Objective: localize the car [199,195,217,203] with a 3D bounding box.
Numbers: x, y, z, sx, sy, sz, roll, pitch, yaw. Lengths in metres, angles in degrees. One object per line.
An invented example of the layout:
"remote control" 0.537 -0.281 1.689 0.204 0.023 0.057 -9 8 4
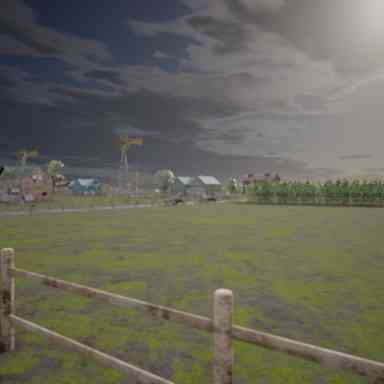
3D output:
"car" 3.085 1.378 65.070 1.812 1.442 4.674 -1 0 35

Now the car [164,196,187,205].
"car" -2.763 1.395 56.487 2.128 1.511 4.902 -1 0 35
